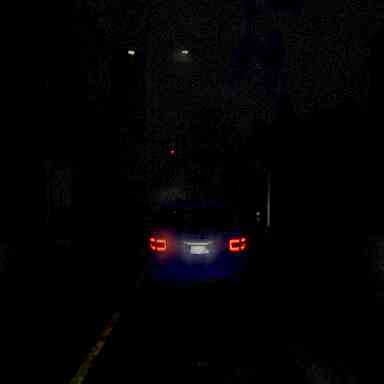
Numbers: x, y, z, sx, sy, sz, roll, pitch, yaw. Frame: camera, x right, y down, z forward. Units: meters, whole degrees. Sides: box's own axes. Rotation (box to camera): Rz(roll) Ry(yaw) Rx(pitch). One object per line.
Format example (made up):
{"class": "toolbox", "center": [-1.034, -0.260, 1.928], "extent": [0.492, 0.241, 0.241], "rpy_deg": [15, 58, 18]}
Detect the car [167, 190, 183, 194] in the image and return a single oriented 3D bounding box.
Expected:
{"class": "car", "center": [-2.712, 0.824, 45.161], "extent": [2.128, 1.511, 4.902], "rpy_deg": [0, 2, -1]}

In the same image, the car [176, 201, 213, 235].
{"class": "car", "center": [0.118, 1.386, 19.125], "extent": [1.837, 1.490, 4.892], "rpy_deg": [0, 1, -1]}

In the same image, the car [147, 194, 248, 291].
{"class": "car", "center": [0.111, 1.194, 9.099], "extent": [2.150, 2.045, 5.566], "rpy_deg": [0, 0, 0]}

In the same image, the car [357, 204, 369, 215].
{"class": "car", "center": [18.218, 1.520, 32.402], "extent": [4.206, 1.307, 1.802], "rpy_deg": [1, 0, 0]}

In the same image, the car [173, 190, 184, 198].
{"class": "car", "center": [-2.579, 0.340, 64.872], "extent": [1.895, 1.301, 4.718], "rpy_deg": [0, 2, 1]}

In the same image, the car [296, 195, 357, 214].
{"class": "car", "center": [12.819, 1.177, 32.409], "extent": [5.009, 1.841, 2.192], "rpy_deg": [1, 0, 0]}
